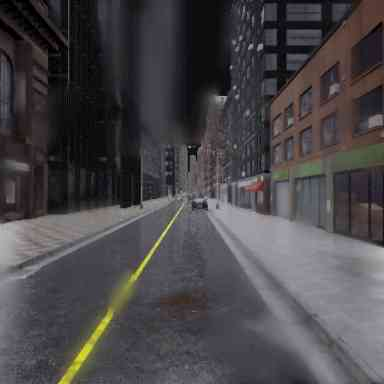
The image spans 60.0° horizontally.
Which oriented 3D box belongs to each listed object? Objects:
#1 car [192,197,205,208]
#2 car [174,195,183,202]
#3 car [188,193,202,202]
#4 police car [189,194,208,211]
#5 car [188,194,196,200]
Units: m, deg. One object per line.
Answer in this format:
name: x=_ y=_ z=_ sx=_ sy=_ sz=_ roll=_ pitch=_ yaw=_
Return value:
car: x=0.900 y=1.501 z=50.220 sx=1.837 sy=1.490 sz=4.892 roll=0 pitch=0 yaw=0
car: x=-3.000 y=1.476 z=75.960 sx=2.128 sy=1.511 sz=4.902 roll=0 pitch=0 yaw=0
car: x=0.901 y=1.191 z=56.250 sx=2.150 sy=2.045 sz=5.566 roll=0 pitch=0 yaw=0
police car: x=0.900 y=1.416 z=40.329 sx=1.930 sy=1.638 sz=5.238 roll=0 pitch=0 yaw=0
car: x=0.000 y=1.391 z=92.065 sx=2.128 sy=1.511 sz=4.902 roll=0 pitch=0 yaw=0
